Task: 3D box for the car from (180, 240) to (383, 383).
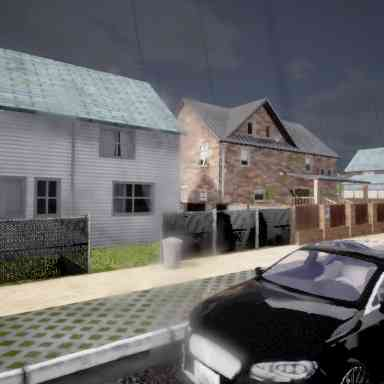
[{"bbox_3d":[2.134,1.493,4.586,4.902,1.511,2.128,0,0,-35],"label":"car"}]
